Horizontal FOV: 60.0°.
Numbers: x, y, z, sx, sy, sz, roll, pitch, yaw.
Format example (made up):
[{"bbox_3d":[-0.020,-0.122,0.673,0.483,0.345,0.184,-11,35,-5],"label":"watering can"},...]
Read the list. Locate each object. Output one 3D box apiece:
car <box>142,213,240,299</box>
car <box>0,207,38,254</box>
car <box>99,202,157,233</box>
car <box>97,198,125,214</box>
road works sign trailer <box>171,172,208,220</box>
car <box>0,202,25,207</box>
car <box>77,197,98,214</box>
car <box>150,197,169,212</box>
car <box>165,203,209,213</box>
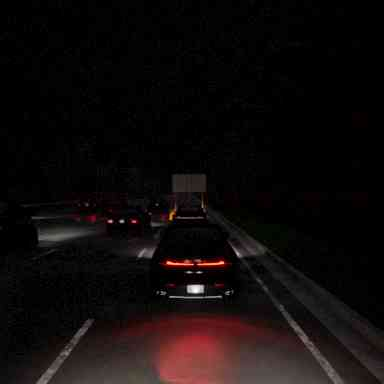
[{"bbox_3d":[0.045,1.505,8.427,1.837,1.490,4.892,0,0,0],"label":"car"},{"bbox_3d":[-6.976,1.491,11.194,2.128,1.511,4.902,0,0,0],"label":"car"},{"bbox_3d":[-3.543,1.547,19.398,2.033,1.411,5.357,0,0,0],"label":"car"},{"bbox_3d":[-7.159,1.477,31.674,1.882,1.535,5.008,0,0,-1],"label":"car"},{"bbox_3d":[-0.191,0.464,22.687,2.380,3.560,2.880,0,0,-3],"label":"road works sign trailer"},{"bbox_3d":[-14.104,1.526,25.682,1.812,1.442,4.674,0,0,0],"label":"car"},{"bbox_3d":[-10.696,1.352,35.935,2.097,1.767,4.553,0,0,-1],"label":"car"},{"bbox_3d":[-3.711,1.351,37.223,2.097,1.767,4.553,0,0,-1],"label":"car"},{"bbox_3d":[-0.074,1.488,18.817,2.128,1.511,4.902,0,0,1],"label":"car"}]
